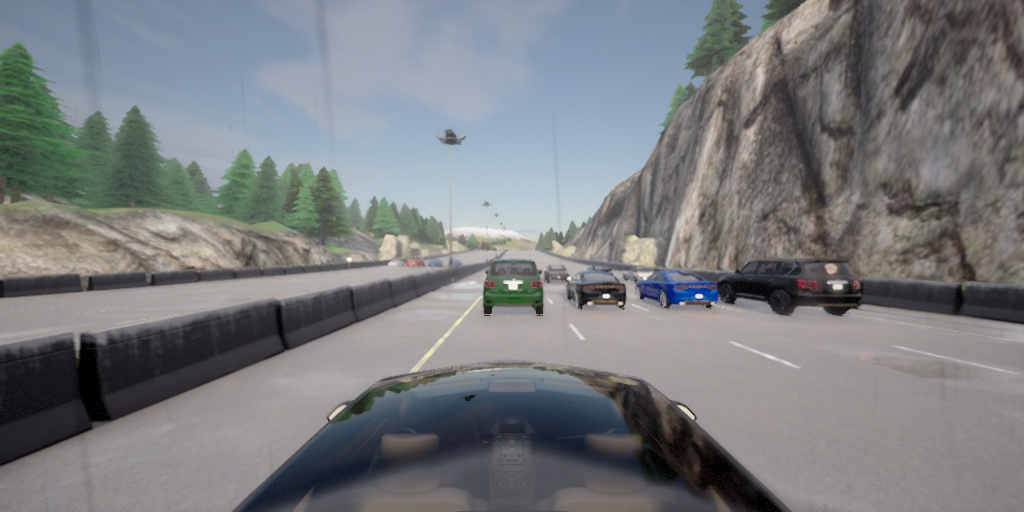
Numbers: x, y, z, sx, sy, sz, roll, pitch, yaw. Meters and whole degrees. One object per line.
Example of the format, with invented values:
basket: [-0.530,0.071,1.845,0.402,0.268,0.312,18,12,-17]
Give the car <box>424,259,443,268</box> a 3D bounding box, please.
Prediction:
car: [-13.617,1.293,63.960,1.882,1.535,5.008,0,1,1]

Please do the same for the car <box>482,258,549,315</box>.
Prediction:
car: [0.070,1.108,14.363,2.150,2.045,5.566,0,0,1]

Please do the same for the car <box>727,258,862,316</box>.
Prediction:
car: [10.570,1.107,14.279,2.150,2.045,5.566,0,0,1]

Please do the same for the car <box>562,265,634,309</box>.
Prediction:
car: [3.601,1.375,16.013,1.882,1.535,5.008,0,0,1]

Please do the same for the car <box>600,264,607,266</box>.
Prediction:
car: [7.197,1.453,30.225,2.128,1.511,4.902,0,0,1]

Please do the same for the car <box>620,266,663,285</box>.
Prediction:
car: [10.690,1.560,29.960,1.895,1.301,4.718,0,0,1]

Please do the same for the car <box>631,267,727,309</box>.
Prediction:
car: [7.101,1.375,15.990,1.882,1.535,5.008,0,0,1]

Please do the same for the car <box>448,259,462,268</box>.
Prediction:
car: [-10.119,1.292,64.005,1.882,1.535,5.008,0,1,1]

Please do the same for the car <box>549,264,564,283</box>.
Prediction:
car: [3.697,1.453,30.249,2.128,1.511,4.902,0,0,1]
